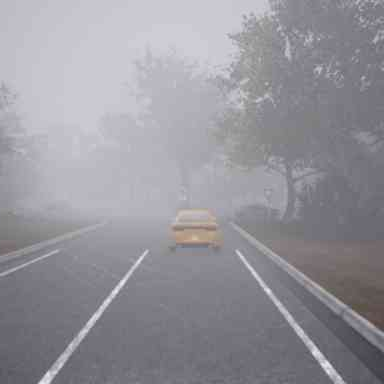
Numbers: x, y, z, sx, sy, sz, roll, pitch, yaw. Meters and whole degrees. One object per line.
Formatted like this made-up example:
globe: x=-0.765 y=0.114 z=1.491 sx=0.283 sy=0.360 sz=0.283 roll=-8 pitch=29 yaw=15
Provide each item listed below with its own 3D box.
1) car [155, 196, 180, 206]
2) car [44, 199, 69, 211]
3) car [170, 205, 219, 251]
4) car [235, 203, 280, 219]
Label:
car: x=-4.417 y=1.586 z=59.983 sx=4.553 sy=1.767 sz=2.097 roll=0 pitch=0 yaw=-7
car: x=-17.337 y=1.672 z=42.657 sx=1.837 sy=1.490 sz=4.892 roll=-1 pitch=0 yaw=-3
car: x=0.101 y=1.535 z=14.443 sx=1.882 sy=1.535 sz=5.008 roll=0 pitch=0 yaw=0
car: x=5.931 y=1.682 z=30.172 sx=4.181 sy=1.385 sz=1.994 roll=0 pitch=0 yaw=-28
